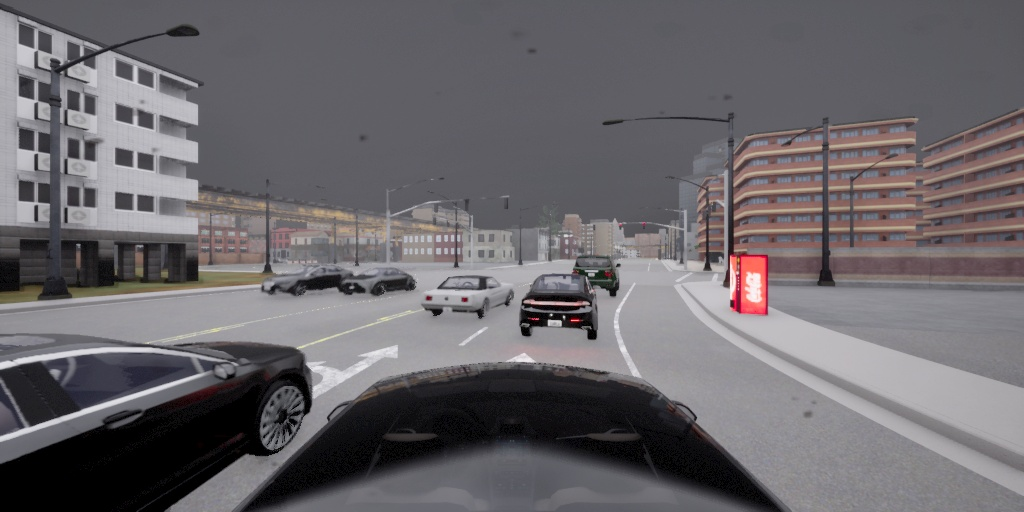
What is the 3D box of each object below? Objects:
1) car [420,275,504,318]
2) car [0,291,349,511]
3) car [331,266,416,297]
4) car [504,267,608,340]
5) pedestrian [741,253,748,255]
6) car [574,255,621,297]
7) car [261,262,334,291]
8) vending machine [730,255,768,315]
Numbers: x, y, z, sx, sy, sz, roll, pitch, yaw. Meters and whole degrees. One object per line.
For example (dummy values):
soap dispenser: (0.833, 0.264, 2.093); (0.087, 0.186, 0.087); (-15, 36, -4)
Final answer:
car: (-1.346, 1.351, 13.133); (1.895, 1.301, 4.718); (0, 0, 16)
car: (-3.281, 1.242, 2.208); (2.128, 1.511, 4.902); (0, 0, 2)
car: (-6.961, 1.314, 18.974); (1.994, 1.385, 4.181); (0, 0, 20)
car: (1.450, 1.242, 10.119); (2.128, 1.511, 4.902); (0, 0, 13)
pedestrian: (8.062, 0.795, 12.481); (0.375, 1.860, 0.375); (0, 0, 21)
car: (4.584, 0.971, 19.357); (2.150, 2.045, 5.566); (0, 0, 19)
car: (-10.636, 1.242, 19.100); (2.128, 1.511, 4.902); (0, 0, 20)
vending machine: (7.829, 0.945, 11.862); (1.100, 2.100, 0.880); (0, 0, 20)
